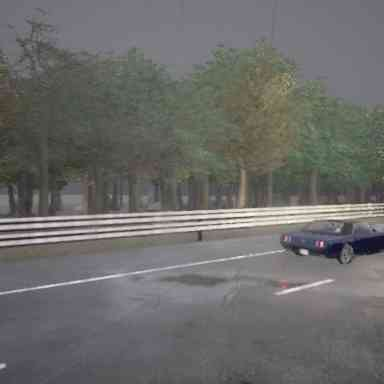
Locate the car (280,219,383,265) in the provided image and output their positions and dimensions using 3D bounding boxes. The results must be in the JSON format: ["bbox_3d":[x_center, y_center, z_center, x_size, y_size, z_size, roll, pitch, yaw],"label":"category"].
[{"bbox_3d":[5.355,1.582,11.615,4.718,1.301,1.895,0,0,-34],"label":"car"}]
